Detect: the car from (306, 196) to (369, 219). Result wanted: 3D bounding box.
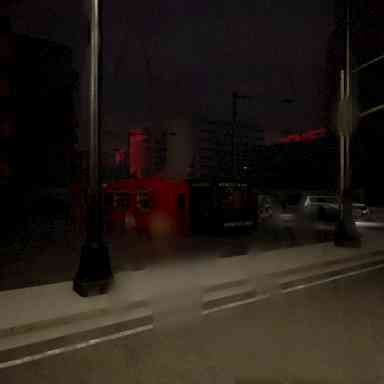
[{"bbox_3d":[12.771,1.363,29.940,2.150,2.045,5.566,0,-1,-36],"label":"car"}]

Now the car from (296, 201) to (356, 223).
[{"bbox_3d":[10.552,1.688,27.030,1.994,1.385,4.181,0,-1,-36],"label":"car"}]

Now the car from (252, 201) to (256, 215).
[{"bbox_3d":[5.368,1.706,34.188,1.882,1.535,5.008,0,-1,-36],"label":"car"}]
